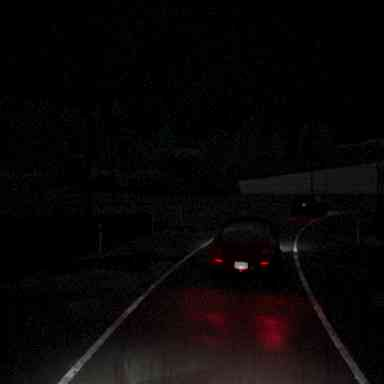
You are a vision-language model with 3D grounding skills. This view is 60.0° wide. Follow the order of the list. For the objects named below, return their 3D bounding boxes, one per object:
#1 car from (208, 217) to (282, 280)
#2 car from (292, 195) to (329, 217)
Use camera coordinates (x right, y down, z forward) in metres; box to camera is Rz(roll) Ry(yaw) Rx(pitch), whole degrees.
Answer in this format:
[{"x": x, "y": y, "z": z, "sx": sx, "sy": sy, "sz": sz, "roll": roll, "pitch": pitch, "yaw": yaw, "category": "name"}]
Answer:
[{"x": 1.643, "y": 1.466, "z": 9.800, "sx": 1.812, "sy": 1.442, "sz": 4.674, "roll": 0, "pitch": 1, "yaw": 13, "category": "car"}, {"x": 10.151, "y": 1.049, "z": 28.326, "sx": 2.097, "sy": 1.767, "sz": 4.553, "roll": 1, "pitch": 1, "yaw": 34, "category": "car"}]
